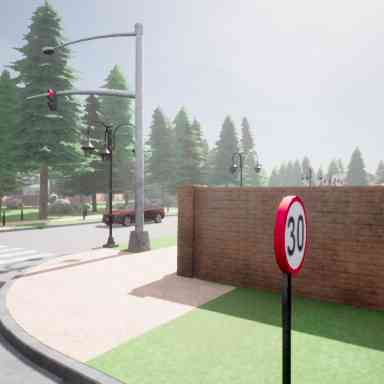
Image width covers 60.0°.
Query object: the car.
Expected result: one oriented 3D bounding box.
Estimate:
[{"bbox_3d":[-3.956,1.464,23.097,1.882,1.535,5.008,0,0,34],"label":"car"}]
